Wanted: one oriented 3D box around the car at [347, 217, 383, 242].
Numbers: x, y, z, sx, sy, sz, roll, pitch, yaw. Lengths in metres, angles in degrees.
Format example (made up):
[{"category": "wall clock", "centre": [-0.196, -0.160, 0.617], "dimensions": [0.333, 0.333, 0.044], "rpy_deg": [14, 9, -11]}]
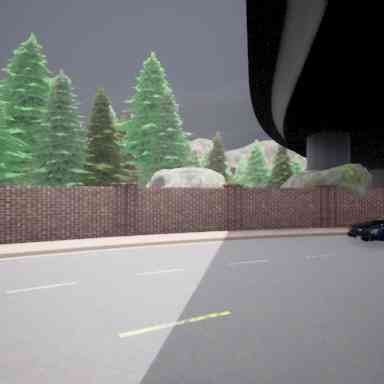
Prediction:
[{"category": "car", "centre": [9.737, 1.544, 14.690], "dimensions": [5.357, 1.411, 2.033], "rpy_deg": [0, 0, -10]}]
